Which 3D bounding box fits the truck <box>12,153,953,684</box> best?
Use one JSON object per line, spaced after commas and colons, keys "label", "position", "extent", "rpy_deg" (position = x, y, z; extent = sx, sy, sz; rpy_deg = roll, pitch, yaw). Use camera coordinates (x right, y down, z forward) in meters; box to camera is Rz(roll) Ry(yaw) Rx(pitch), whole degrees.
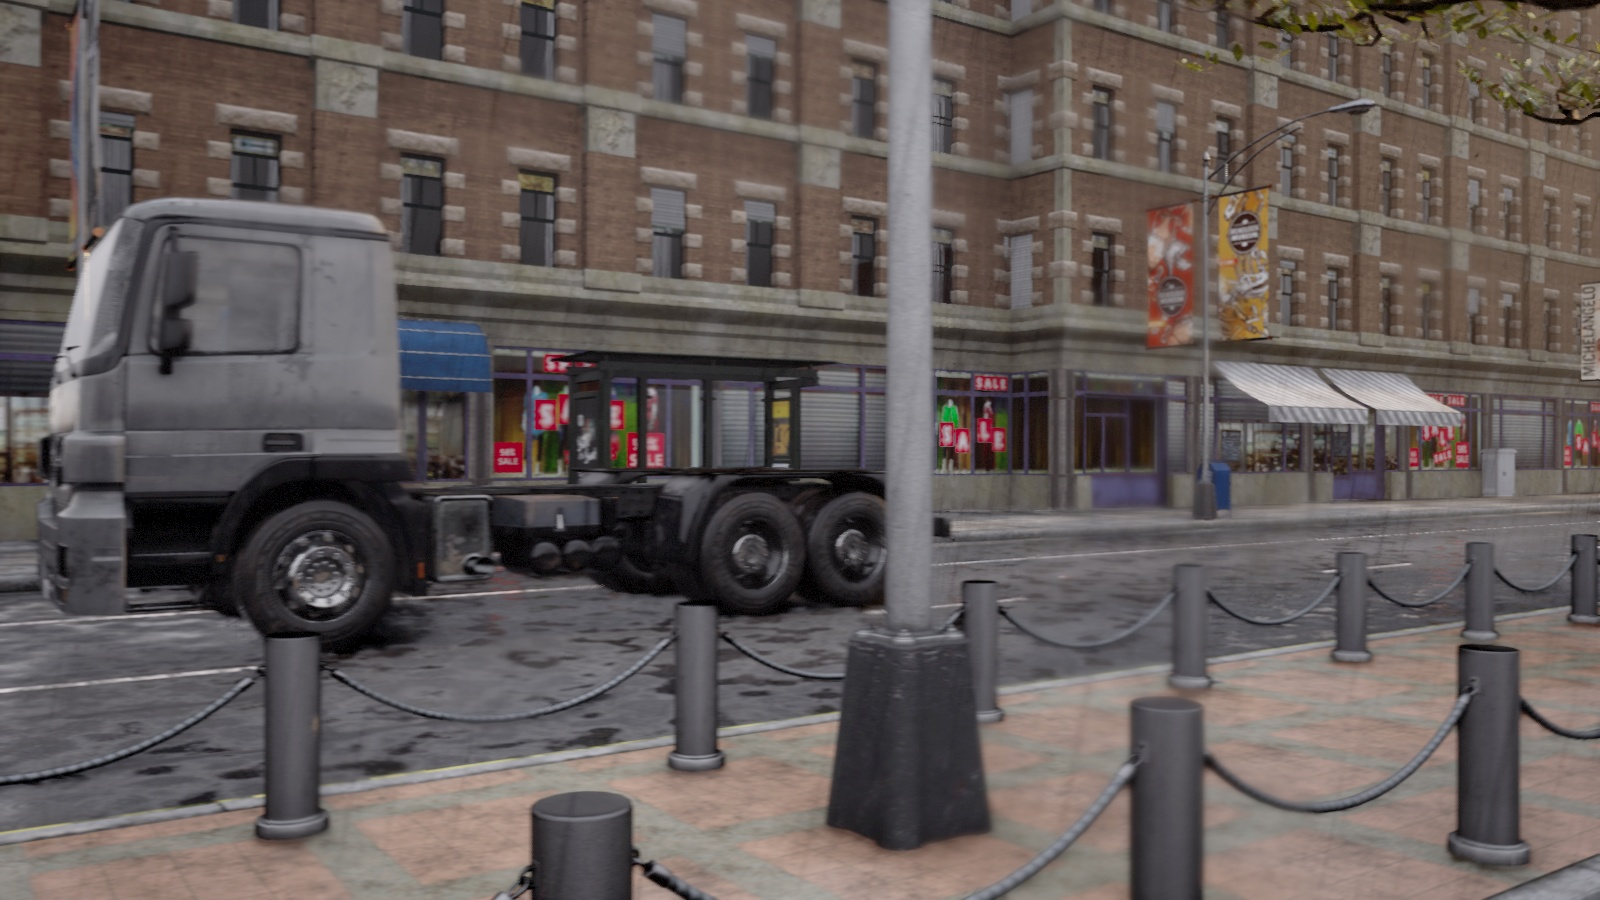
{"label": "truck", "position": [-2.540, -0.203, 11.641], "extent": [7.936, 3.462, 2.891], "rpy_deg": [0, 0, -35]}
